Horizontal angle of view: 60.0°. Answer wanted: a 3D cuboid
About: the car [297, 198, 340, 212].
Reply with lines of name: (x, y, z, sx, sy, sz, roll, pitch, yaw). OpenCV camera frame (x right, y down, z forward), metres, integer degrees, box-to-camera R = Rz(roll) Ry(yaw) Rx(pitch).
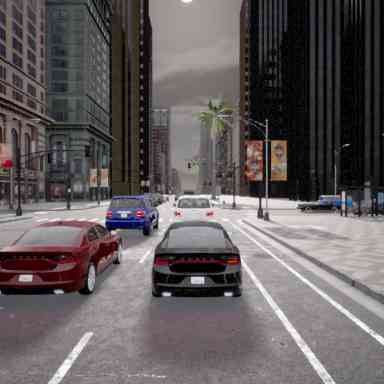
car: (14.224, 1.584, 37.133, 4.718, 1.301, 1.895, 0, 0, 0)

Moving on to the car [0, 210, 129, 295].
car: (-3.155, 1.477, 8.761, 1.882, 1.535, 5.008, 0, 0, 0)

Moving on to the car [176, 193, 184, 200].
car: (-3.301, 1.193, 92.029, 2.097, 1.767, 4.553, 0, 0, 0)

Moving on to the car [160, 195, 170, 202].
car: (-6.545, 1.530, 80.616, 2.128, 1.511, 4.902, 0, 0, 0)

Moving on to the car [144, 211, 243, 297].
car: (0.094, 1.477, 8.608, 1.882, 1.535, 5.008, 0, 0, 0)

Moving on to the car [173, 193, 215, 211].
car: (0.091, 1.221, 18.568, 2.150, 2.045, 5.566, 0, 0, 0)

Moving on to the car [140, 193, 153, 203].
car: (-9.790, 1.229, 71.875, 2.150, 2.045, 5.566, 0, 0, 0)

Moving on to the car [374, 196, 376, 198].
car: (22.721, 1.285, 39.801, 5.009, 1.841, 2.192, 0, 0, 0)

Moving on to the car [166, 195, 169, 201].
car: (-6.539, 1.599, 70.422, 1.895, 1.301, 4.718, 0, 0, 0)

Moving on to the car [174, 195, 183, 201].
car: (-3.295, 1.496, 81.639, 1.837, 1.490, 4.892, 0, 0, 0)

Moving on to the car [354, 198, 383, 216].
car: (17.053, 1.549, 31.272, 4.403, 1.369, 2.008, 0, 0, 0)

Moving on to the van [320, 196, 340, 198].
van: (17.044, 1.315, 39.796, 3.998, 1.788, 1.690, 0, 0, 0)

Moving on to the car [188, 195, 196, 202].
car: (-0.044, 1.505, 78.206, 1.837, 1.490, 4.892, 0, 0, 0)

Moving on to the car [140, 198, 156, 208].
car: (-6.606, 1.602, 50.570, 1.895, 1.301, 4.718, 0, 0, -1)

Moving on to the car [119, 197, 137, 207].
car: (-9.912, 1.493, 51.823, 2.128, 1.511, 4.902, 0, 0, -3)

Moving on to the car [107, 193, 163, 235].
car: (-3.189, 1.221, 18.626, 2.150, 2.045, 5.566, 0, 0, 2)

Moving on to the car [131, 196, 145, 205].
car: (-9.847, 1.528, 61.476, 1.812, 1.442, 4.674, 0, 0, 0)

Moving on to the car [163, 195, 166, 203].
car: (-6.605, 1.224, 60.351, 2.150, 2.045, 5.566, 0, 0, 1)
